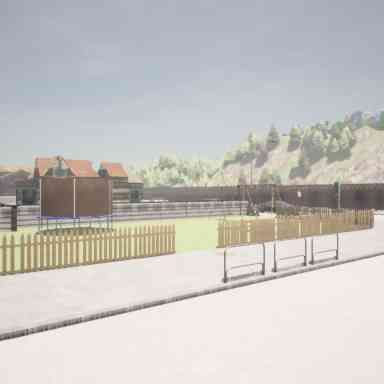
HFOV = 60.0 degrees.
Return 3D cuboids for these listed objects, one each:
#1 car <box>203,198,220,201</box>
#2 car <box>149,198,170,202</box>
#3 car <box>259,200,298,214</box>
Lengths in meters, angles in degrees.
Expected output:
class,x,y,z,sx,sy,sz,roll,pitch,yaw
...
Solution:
class,x,y,z,sx,sy,sz,roll,pitch,yaw
car,2.808,1.547,43.467,2.033,1.411,5.357,0,0,-35
car,-5.202,1.601,54.857,1.895,1.301,4.718,0,0,-35
car,8.947,1.564,34.800,1.994,1.385,4.181,0,0,-35
